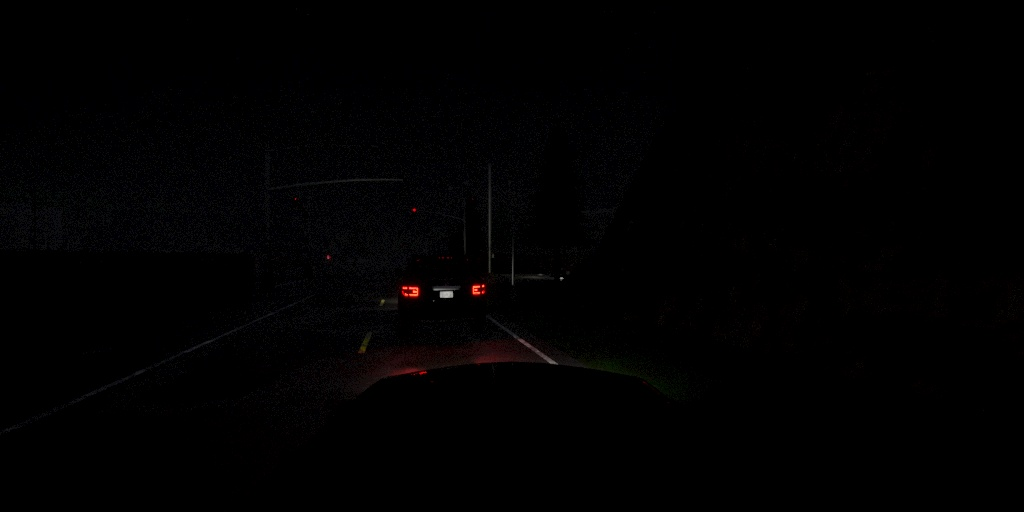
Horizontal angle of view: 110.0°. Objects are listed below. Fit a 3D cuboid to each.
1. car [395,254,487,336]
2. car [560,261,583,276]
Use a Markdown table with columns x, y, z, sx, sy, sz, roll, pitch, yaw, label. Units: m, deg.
| x | y | z | sx | sy | sz | roll | pitch | yaw | label |
| --- | --- | --- | --- | --- | --- | --- | --- | --- | --- |
| -2.256 | 0.971 | 10.740 | 2.150 | 2.045 | 5.566 | 0 | 0 | -17 | car |
| 6.571 | 1.228 | 35.306 | 5.008 | 1.535 | 1.882 | 0 | 0 | -19 | car |
